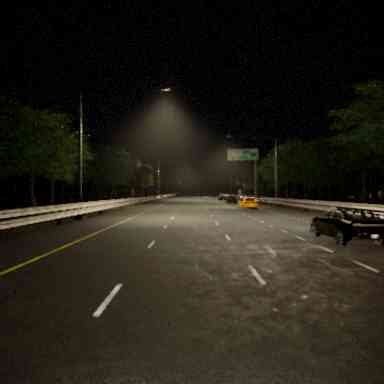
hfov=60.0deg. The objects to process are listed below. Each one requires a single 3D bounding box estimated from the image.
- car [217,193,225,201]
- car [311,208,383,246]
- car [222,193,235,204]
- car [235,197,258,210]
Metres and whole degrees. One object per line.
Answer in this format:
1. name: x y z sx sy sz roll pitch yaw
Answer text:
1. car: 7.343 1.553 82.490 1.895 1.301 4.718 0 0 0
2. car: 7.015 1.493 15.176 2.128 1.511 4.902 0 0 0
3. car: 7.206 1.493 61.403 1.837 1.490 4.892 0 0 0
4. car: 7.098 1.494 42.155 1.882 1.535 5.008 0 0 0
